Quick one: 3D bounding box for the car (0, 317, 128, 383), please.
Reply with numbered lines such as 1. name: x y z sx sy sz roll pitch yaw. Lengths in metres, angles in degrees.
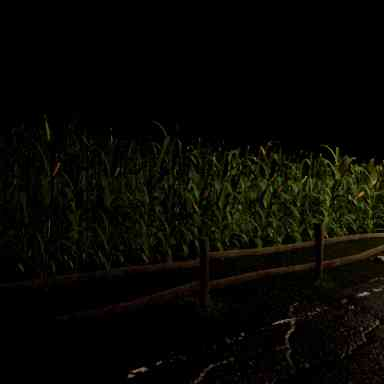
1. car: -2.574 1.491 1.241 4.902 1.511 2.128 0 0 -35
